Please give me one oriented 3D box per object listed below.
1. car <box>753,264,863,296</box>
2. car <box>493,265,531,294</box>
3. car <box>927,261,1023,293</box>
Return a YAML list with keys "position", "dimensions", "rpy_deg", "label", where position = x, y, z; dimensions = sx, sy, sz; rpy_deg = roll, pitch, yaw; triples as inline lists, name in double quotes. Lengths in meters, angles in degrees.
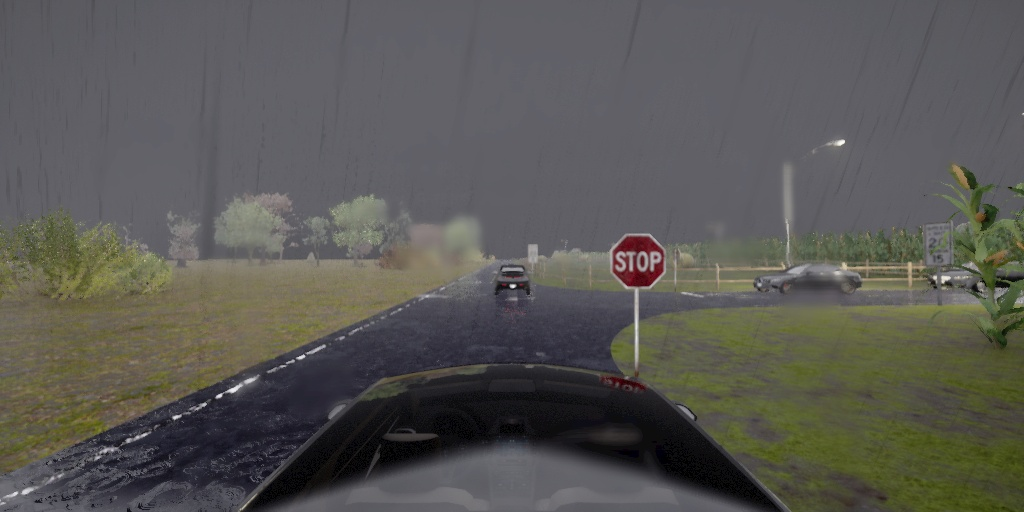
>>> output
- position: [14.485, 1.131, 17.664]
  dimensions: [4.674, 1.442, 1.812]
  rpy_deg: [-1, -1, -1]
  label: "car"
- position: [0.017, 1.242, 20.282]
  dimensions: [1.837, 1.490, 4.892]
  rpy_deg: [0, 0, -1]
  label: "car"
- position: [23.684, 1.007, 17.827]
  dimensions: [4.902, 1.511, 2.128]
  rpy_deg: [-1, -1, -1]
  label: "car"
